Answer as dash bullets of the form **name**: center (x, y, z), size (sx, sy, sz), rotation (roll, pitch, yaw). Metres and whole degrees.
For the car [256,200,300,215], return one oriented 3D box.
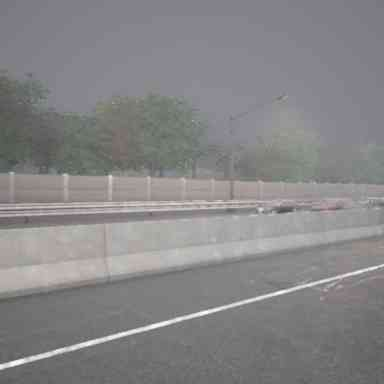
- **car**: center (8.102, 1.483, 31.179), size (4.902, 1.511, 2.128), rotation (0, 0, -35)

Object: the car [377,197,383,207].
- **car**: center (29.725, 1.499, 49.735), size (4.892, 1.490, 1.837), rotation (0, 0, -38)

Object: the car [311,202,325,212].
- **car**: center (12.861, 1.468, 30.252), size (5.008, 1.535, 1.882), rotation (0, 0, -35)

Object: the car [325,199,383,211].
- **car**: center (13.122, 1.539, 26.159), size (5.357, 1.411, 2.033), rotation (0, 0, -35)
